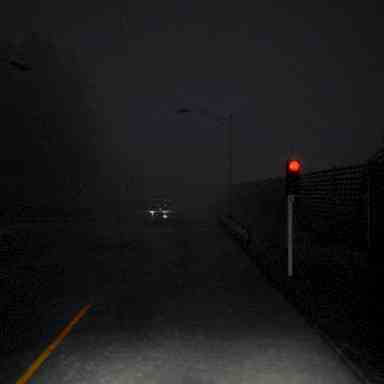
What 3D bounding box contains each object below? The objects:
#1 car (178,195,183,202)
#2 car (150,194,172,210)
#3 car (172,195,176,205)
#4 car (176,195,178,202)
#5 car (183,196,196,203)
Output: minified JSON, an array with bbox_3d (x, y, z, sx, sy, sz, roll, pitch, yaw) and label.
[{"bbox_3d":[-3.905,1.500,77.012,4.892,1.490,1.837,0,0,40],"label":"car"},{"bbox_3d":[-4.209,1.221,43.912,2.150,2.045,5.566,0,0,0],"label":"car"},{"bbox_3d":[-4.221,1.352,53.763,2.097,1.767,4.553,0,0,0],"label":"car"},{"bbox_3d":[-4.193,1.525,63.957,1.812,1.442,4.674,0,0,0],"label":"car"},{"bbox_3d":[-0.280,1.526,67.646,1.812,1.442,4.674,0,0,-5],"label":"car"}]
